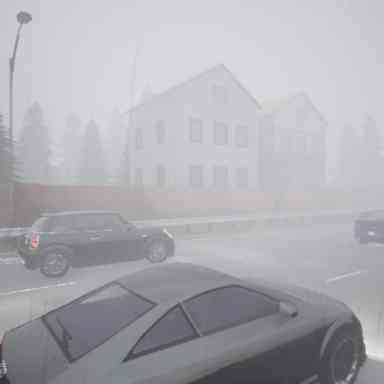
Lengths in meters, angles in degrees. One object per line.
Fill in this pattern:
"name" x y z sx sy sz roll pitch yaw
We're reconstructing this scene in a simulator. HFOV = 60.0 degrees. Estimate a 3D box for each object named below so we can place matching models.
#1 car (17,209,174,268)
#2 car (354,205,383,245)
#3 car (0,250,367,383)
"car" -2.790 1.350 10.312 4.553 1.767 2.097 0 0 -35
"car" 8.998 1.465 14.350 5.008 1.535 1.882 0 0 -35
"car" 0.132 1.562 3.805 4.181 1.385 1.994 0 0 -35
